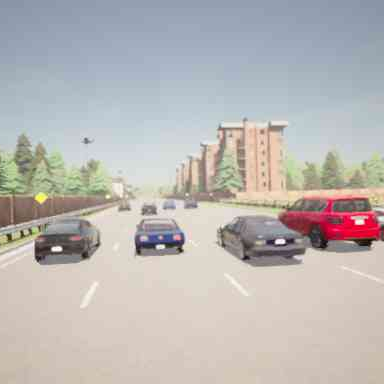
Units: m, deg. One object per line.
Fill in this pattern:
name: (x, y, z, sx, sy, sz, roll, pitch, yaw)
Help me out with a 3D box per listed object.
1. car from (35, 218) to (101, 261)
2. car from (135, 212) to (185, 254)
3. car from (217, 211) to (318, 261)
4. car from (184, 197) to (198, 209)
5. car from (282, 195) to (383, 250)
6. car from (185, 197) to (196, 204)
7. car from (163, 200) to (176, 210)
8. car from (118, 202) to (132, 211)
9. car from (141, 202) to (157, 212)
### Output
car: (-4.861, 1.768, 13.418, 1.812, 1.442, 4.674, -2, 0, -8)
car: (-1.476, 1.757, 14.472, 1.895, 1.301, 4.718, -2, 0, -8)
car: (2.329, 1.583, 12.561, 2.033, 1.411, 5.357, -2, 0, -8)
car: (-0.216, 1.983, 54.246, 2.033, 1.411, 5.357, -2, 0, -8)
car: (5.583, 1.182, 14.466, 2.150, 2.045, 5.566, -2, 0, -8)
car: (-0.395, 1.993, 79.154, 2.097, 1.767, 4.553, -2, 0, -8)
car: (-3.670, 2.075, 53.686, 2.033, 1.411, 5.357, -2, 0, -8)
car: (-10.500, 2.253, 52.043, 2.033, 1.411, 5.357, -2, 0, -8)
car: (-5.201, 1.959, 40.474, 2.128, 1.511, 4.902, -2, 0, -8)
